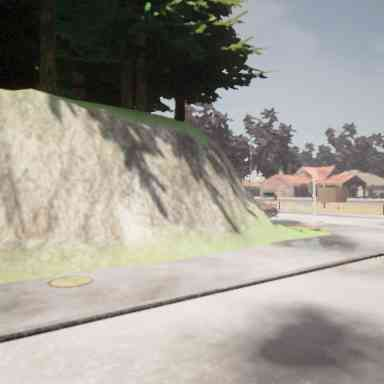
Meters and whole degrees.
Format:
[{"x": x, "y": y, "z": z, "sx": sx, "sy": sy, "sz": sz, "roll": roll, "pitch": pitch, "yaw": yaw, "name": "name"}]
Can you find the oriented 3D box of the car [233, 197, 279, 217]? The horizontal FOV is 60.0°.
[{"x": 5.991, "y": 1.389, "z": 31.577, "sx": 2.097, "sy": 1.767, "sz": 4.553, "roll": 0, "pitch": 0, "yaw": -36, "name": "car"}]
